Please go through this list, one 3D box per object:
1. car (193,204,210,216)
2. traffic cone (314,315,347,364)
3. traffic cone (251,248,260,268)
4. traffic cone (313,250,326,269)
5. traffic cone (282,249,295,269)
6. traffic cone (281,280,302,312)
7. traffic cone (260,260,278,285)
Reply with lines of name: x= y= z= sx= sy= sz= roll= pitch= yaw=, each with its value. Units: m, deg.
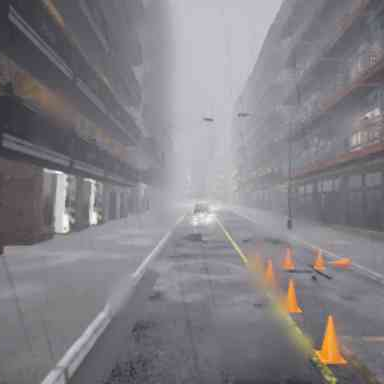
car: x=1.147 y=2.029 z=39.220 sx=1.895 sy=1.301 sz=4.718 roll=1 pitch=-1 yaw=1
traffic cone: x=1.954 y=2.046 z=4.701 sx=0.340 sy=0.580 sz=0.340 roll=1 pitch=-1 yaw=1
traffic cone: x=2.087 y=2.110 z=10.699 sx=0.340 sy=0.580 sz=0.340 roll=1 pitch=-1 yaw=1
traffic cone: x=4.085 y=2.151 z=10.654 sx=0.340 sy=0.580 sz=0.340 roll=1 pitch=-1 yaw=1
traffic cone: x=3.086 y=2.131 z=10.677 sx=0.340 sy=0.580 sz=0.340 roll=1 pitch=-1 yaw=1
traffic cone: x=1.998 y=2.067 z=6.700 sx=0.340 sy=0.580 sz=0.340 roll=1 pitch=-1 yaw=1
traffic cone: x=2.043 y=2.089 z=8.699 sx=0.340 sy=0.580 sz=0.340 roll=1 pitch=-1 yaw=1
